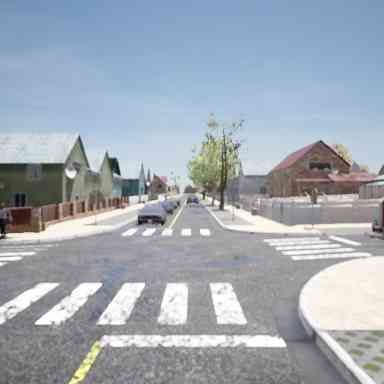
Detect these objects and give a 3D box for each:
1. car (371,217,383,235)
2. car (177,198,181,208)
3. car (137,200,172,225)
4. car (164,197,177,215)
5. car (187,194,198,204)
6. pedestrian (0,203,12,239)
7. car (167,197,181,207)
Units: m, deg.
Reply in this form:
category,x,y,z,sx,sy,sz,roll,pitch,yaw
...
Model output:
category,x,y,z,sx,sy,sz,roll,pitch,yaw
car,10.353,1.211,14.320,4.892,1.490,1.837,-2,-1,0
car,-2.843,1.470,43.309,2.128,1.511,4.902,0,0,0
car,-2.808,1.537,24.405,2.033,1.411,5.357,0,0,-1
car,-2.850,1.549,33.843,1.994,1.385,4.181,0,0,0
car,0.097,1.312,63.094,2.097,1.767,4.553,0,0,0
pedestrian,-9.692,1.453,17.114,0.375,1.860,0.375,0,0,0
car,-2.814,1.571,53.311,1.895,1.301,4.718,0,0,0
